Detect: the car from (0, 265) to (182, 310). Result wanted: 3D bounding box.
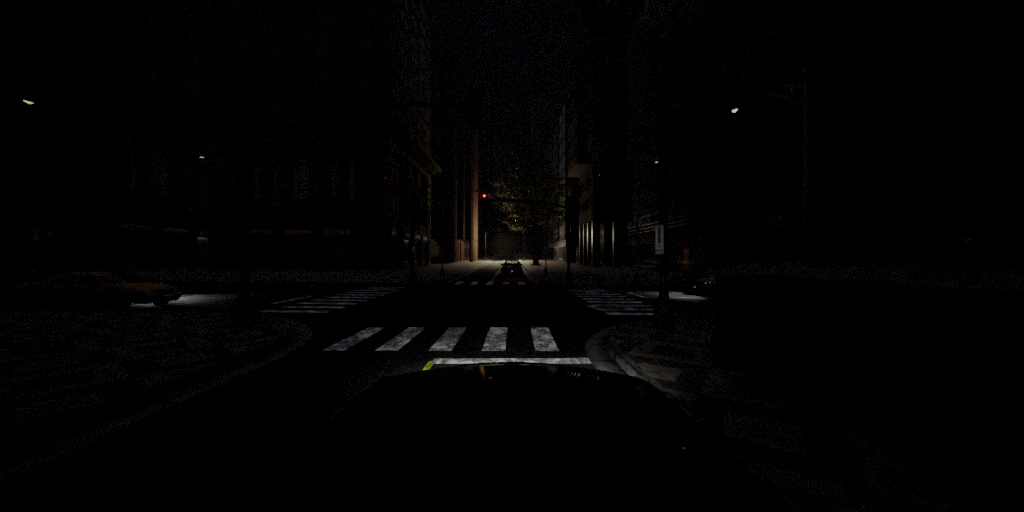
[{"bbox_3d":[-14.972,1.146,13.115,4.829,1.417,1.751,0,0,0],"label":"car"}]

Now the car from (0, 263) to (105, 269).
[{"bbox_3d":[-18.623,1.133,15.786,5.357,1.411,2.033,1,0,0],"label":"car"}]

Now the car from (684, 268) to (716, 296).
[{"bbox_3d":[12.007,1.358,18.923,4.674,1.442,1.812,0,0,1],"label":"car"}]

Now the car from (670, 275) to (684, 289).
[{"bbox_3d":[11.864,1.381,21.569,4.403,1.370,2.007,0,0,0],"label":"car"}]

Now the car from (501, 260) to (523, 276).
[{"bbox_3d":[-0.004,1.158,35.078,2.128,1.511,4.902,0,0,0],"label":"car"}]
